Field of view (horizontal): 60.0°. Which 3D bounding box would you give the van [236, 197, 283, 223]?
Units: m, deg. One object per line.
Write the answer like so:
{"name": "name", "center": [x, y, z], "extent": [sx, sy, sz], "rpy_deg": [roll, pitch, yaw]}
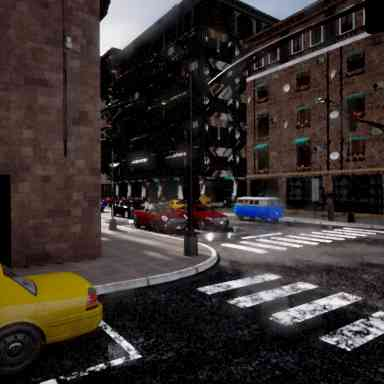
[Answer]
{"name": "van", "center": [4.894, 1.281, 24.917], "extent": [1.690, 1.788, 3.998], "rpy_deg": [0, 0, -36]}

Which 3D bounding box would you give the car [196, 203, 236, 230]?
{"name": "car", "center": [0.404, 1.508, 21.248], "extent": [1.812, 1.442, 4.674], "rpy_deg": [-1, 0, -34]}

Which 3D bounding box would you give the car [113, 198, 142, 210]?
{"name": "car", "center": [-8.423, 1.463, 43.233], "extent": [1.887, 1.381, 4.507], "rpy_deg": [-1, 0, -36]}

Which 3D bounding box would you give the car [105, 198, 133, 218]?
{"name": "car", "center": [-5.640, 1.473, 29.555], "extent": [1.837, 1.490, 4.892], "rpy_deg": [-1, 0, -36]}

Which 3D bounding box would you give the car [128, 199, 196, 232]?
{"name": "car", "center": [-1.895, 1.441, 20.004], "extent": [1.967, 1.590, 4.097], "rpy_deg": [0, 0, -36]}

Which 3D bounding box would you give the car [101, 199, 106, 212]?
{"name": "car", "center": [-11.910, 1.183, 38.195], "extent": [2.150, 2.045, 5.566], "rpy_deg": [-1, 0, -36]}

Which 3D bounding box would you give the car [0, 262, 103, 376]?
{"name": "car", "center": [-3.590, 1.525, 4.004], "extent": [4.829, 1.417, 1.752], "rpy_deg": [0, 0, -36]}

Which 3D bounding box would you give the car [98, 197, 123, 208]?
{"name": "car", "center": [-11.752, 1.463, 47.813], "extent": [1.887, 1.381, 4.507], "rpy_deg": [-1, 0, -36]}
